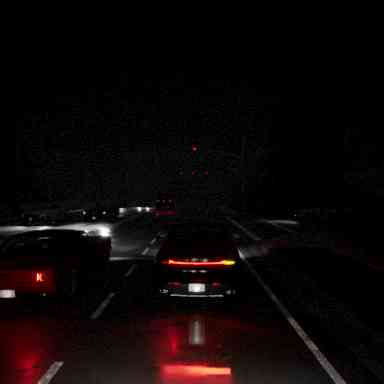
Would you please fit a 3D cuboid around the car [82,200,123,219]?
[{"bbox_3d":[-7.122,1.600,26.370,1.895,1.301,4.718,0,0,0],"label":"car"}]

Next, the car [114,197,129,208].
[{"bbox_3d":[-10.554,1.492,49.213,2.128,1.511,4.902,0,0,0],"label":"car"}]

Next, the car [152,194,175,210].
[{"bbox_3d":[-3.435,1.222,43.210,2.150,2.045,5.566,0,0,0],"label":"car"}]

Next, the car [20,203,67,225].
[{"bbox_3d":[-10.607,1.525,24.173,1.812,1.442,4.674,0,0,0],"label":"car"}]

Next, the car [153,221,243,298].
[{"bbox_3d":[0.188,1.505,8.508,1.837,1.490,4.892,0,0,2],"label":"car"}]

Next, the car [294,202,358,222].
[{"bbox_3d":[10.099,1.487,25.009,4.674,1.442,1.812,0,0,-1],"label":"car"}]

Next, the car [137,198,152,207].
[{"bbox_3d":[-7.047,1.564,50.033,1.994,1.385,4.181,0,0,0],"label":"car"}]

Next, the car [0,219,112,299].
[{"bbox_3d":[-3.420,1.601,8.394,1.895,1.301,4.718,0,0,0],"label":"car"}]
